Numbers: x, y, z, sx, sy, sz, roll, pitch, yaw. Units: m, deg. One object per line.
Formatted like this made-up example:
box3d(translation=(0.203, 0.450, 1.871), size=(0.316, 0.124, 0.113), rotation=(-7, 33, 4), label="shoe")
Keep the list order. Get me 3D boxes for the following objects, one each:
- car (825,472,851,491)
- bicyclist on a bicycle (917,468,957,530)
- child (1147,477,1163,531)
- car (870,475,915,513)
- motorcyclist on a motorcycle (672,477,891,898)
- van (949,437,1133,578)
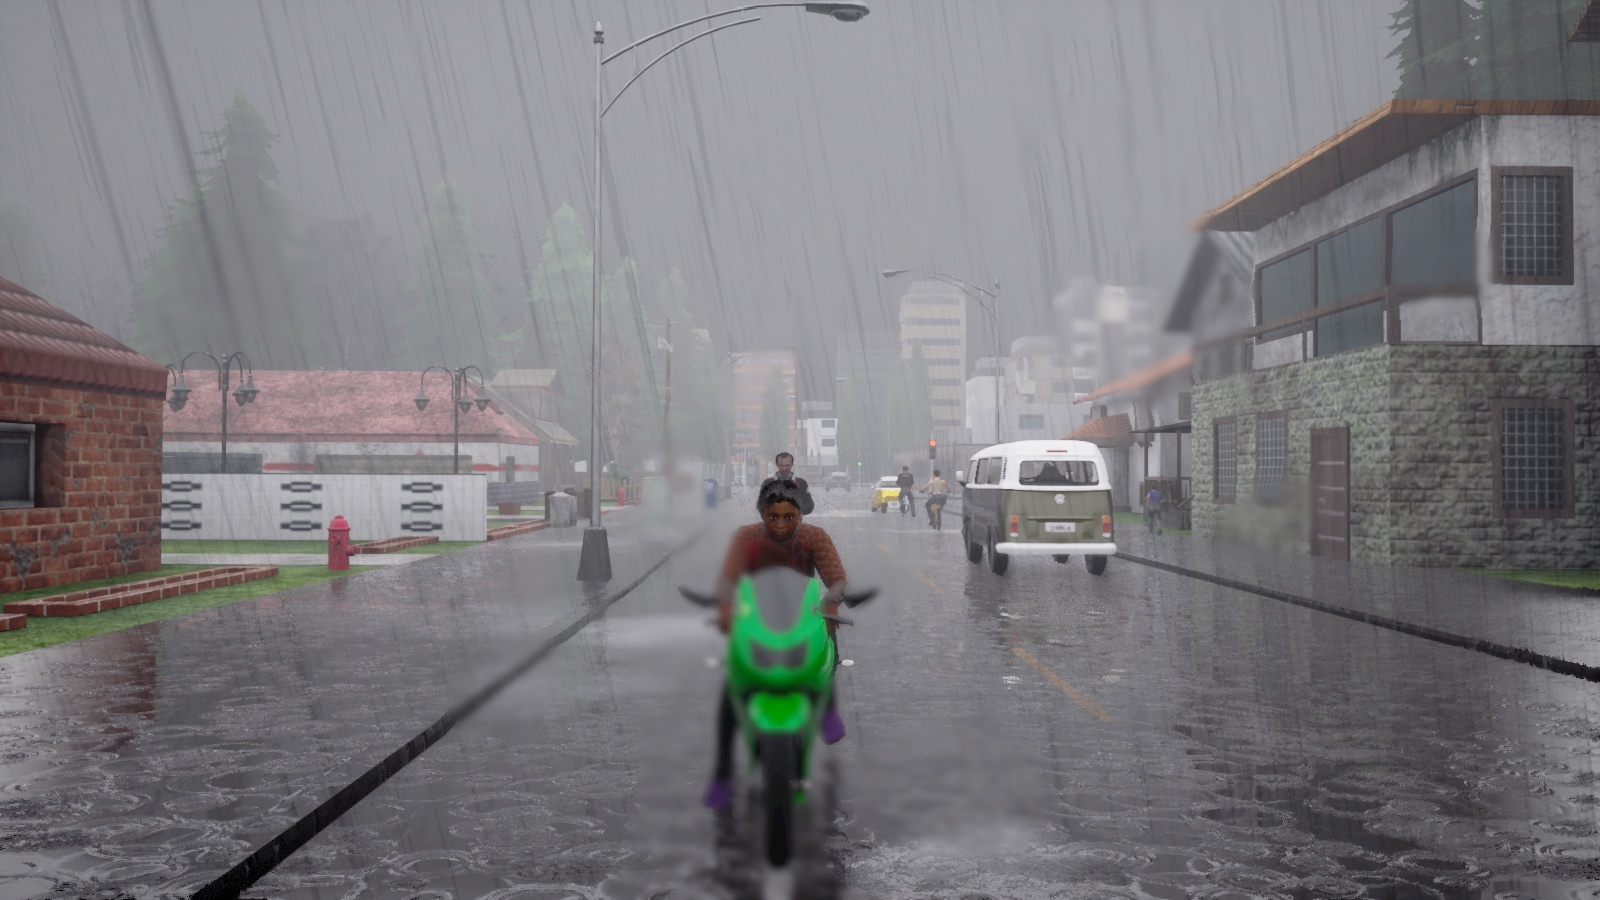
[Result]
box3d(translation=(2.963, 2.453, 98.223), size=(1.837, 1.490, 4.892), rotation=(0, -1, -1), label="car")
box3d(translation=(3.637, 1.298, 33.530), size=(0.866, 1.612, 1.509), rotation=(0, -1, -1), label="bicyclist on a bicycle")
box3d(translation=(8.369, 1.267, 29.613), size=(0.270, 1.263, 0.437), rotation=(0, -1, 7), label="child")
box3d(translation=(3.493, 1.654, 47.662), size=(1.481, 1.376, 2.207), rotation=(0, -1, -1), label="car")
box3d(translation=(-0.079, 0.891, 5.633), size=(0.797, 1.523, 2.044), rotation=(0, -1, -1), label="motorcyclist on a motorcycle")
box3d(translation=(3.767, 0.866, 20.476), size=(2.069, 2.038, 4.480), rotation=(0, -1, -1), label="van")
